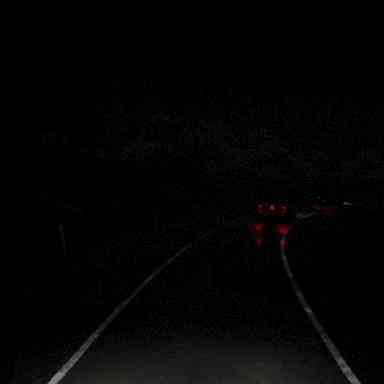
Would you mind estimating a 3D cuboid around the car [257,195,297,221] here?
[{"bbox_3d":[6.232,1.003,23.943,2.097,1.767,4.553,3,3,26],"label":"car"}]

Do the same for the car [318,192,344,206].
[{"bbox_3d":[16.006,0.707,38.237,1.812,1.442,4.674,5,5,41],"label":"car"}]
